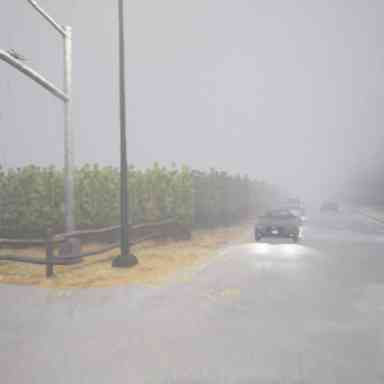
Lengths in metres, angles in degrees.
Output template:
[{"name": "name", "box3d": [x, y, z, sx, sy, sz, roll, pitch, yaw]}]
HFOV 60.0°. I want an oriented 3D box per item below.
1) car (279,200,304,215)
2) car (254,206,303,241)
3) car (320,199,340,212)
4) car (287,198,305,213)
[{"name": "car", "box3d": [7.259, 1.603, 25.087, 1.812, 1.442, 4.674, -1, -1, 19]}, {"name": "car", "box3d": [4.395, 1.626, 16.908, 1.994, 1.385, 4.181, -1, -1, 20]}, {"name": "car", "box3d": [15.976, 1.553, 38.756, 1.812, 1.442, 4.674, -1, -1, 21]}, {"name": "car", "box3d": [10.595, 1.448, 34.643, 2.097, 1.767, 4.553, -1, -1, 19]}]
